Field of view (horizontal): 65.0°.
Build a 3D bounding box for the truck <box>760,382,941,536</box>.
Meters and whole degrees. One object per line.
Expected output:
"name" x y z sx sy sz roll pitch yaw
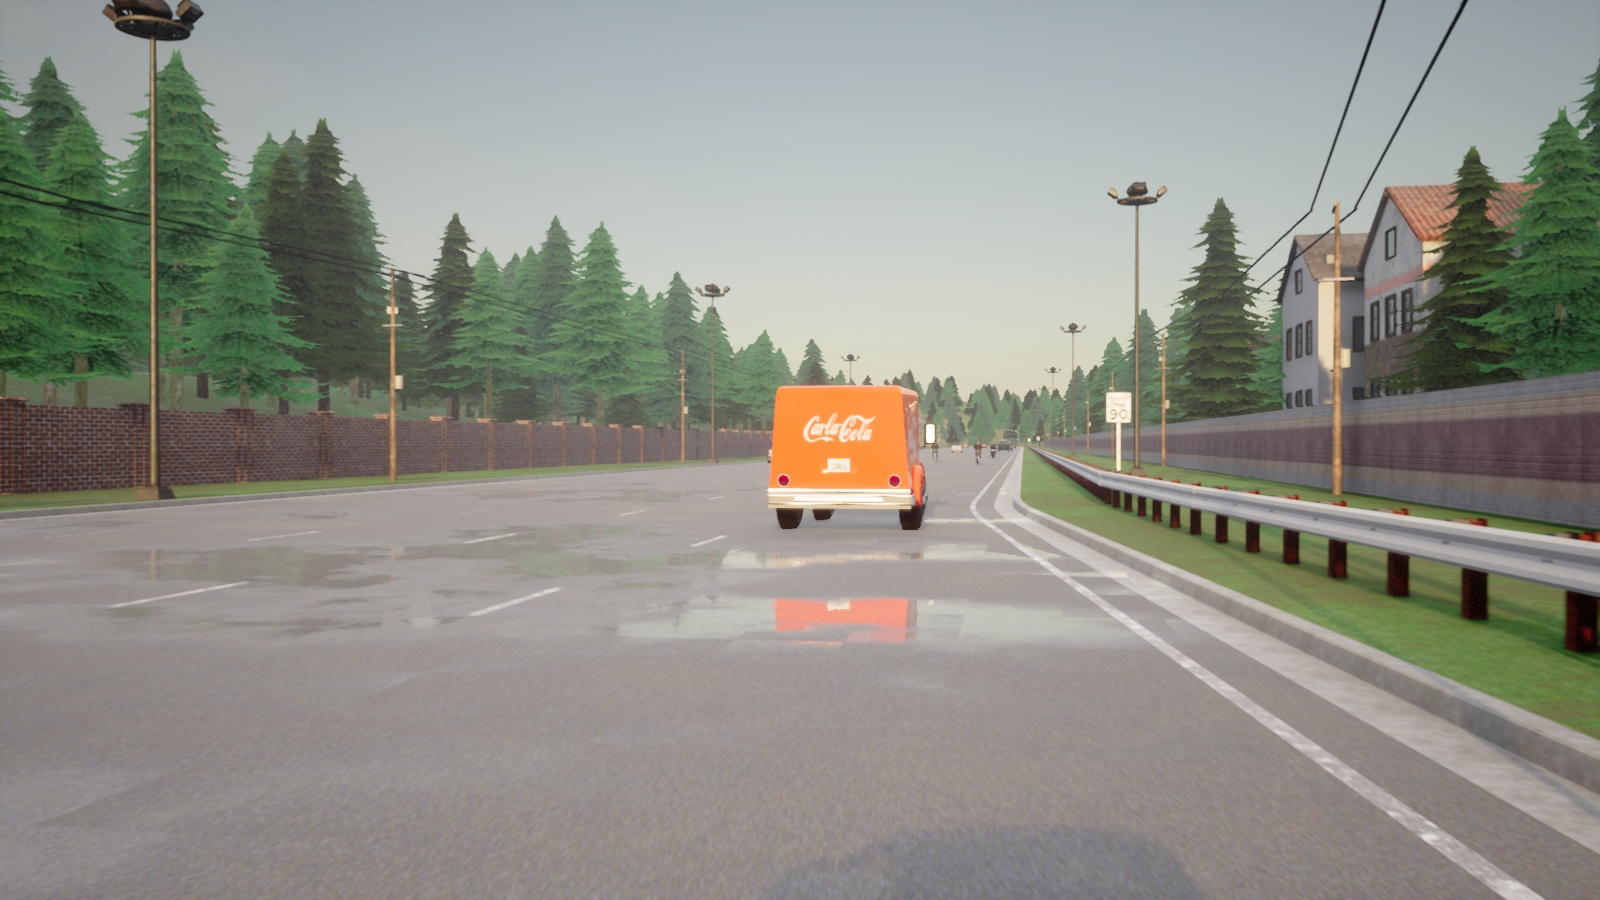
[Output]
"truck" 1.089 0.132 22.955 2.627 2.467 5.204 0 0 10
